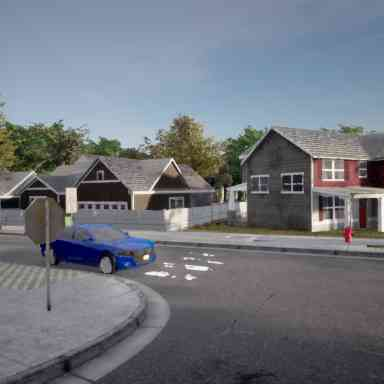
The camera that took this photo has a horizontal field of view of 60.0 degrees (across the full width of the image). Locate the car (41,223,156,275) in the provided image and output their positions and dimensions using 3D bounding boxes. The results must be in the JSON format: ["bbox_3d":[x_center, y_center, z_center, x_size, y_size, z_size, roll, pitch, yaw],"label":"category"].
[{"bbox_3d":[-3.575,1.944,12.375,5.008,1.535,1.882,-2,0,34],"label":"car"}]
